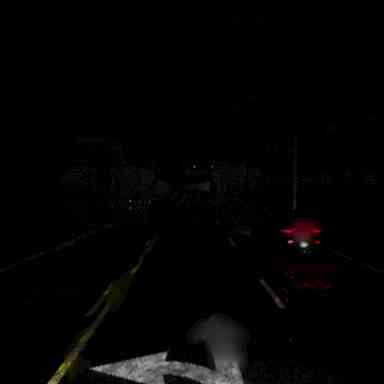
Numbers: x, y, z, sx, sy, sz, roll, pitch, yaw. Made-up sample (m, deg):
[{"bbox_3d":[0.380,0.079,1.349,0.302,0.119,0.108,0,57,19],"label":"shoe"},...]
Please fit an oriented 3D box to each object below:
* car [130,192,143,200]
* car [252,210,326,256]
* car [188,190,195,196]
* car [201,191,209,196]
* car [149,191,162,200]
[{"bbox_3d":[-10.536,0.802,63.267,1.837,1.490,4.892,0,1,0],"label":"car"},{"bbox_3d":[3.566,1.453,12.965,2.128,1.511,4.902,0,0,0],"label":"car"},{"bbox_3d":[-0.018,0.287,87.901,1.837,1.490,4.892,0,1,0],"label":"car"},{"bbox_3d":[3.482,0.340,87.903,1.994,1.385,4.181,0,1,0],"label":"car"},{"bbox_3d":[-7.035,0.639,63.980,2.097,1.767,4.553,0,1,0],"label":"car"}]
